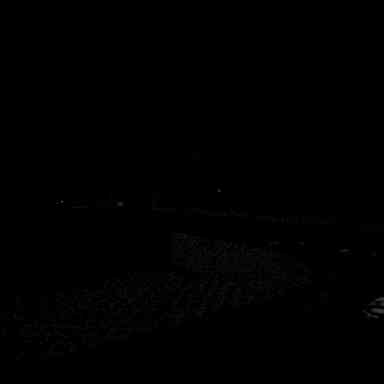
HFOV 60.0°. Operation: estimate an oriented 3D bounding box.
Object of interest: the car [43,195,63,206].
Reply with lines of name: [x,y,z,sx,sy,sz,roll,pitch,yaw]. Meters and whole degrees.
car: [-19.428,1.263,46.364,1.837,1.490,4.892,-3,2,-36]
